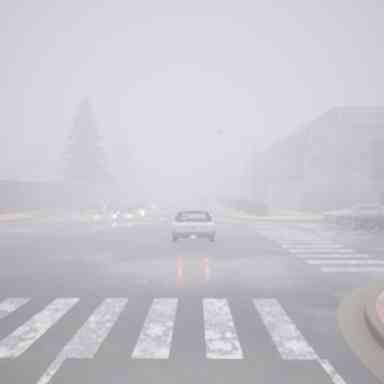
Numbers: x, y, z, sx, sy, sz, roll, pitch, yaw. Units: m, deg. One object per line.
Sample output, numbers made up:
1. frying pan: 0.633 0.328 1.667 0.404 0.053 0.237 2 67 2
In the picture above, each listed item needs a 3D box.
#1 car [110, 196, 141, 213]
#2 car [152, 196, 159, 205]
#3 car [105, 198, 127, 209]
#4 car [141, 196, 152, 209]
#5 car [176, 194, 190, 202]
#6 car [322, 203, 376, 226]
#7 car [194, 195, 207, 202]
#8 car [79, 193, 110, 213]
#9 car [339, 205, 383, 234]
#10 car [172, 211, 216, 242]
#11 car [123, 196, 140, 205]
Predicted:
1. car: -7.022 1.465 35.535 1.812 1.442 4.674 0 0 0
2. car: -6.823 1.392 57.116 2.128 1.511 4.902 0 0 1
3. car: -10.449 1.522 46.048 1.895 1.301 4.718 0 0 0
4. car: -6.961 1.524 44.633 1.895 1.301 4.718 0 0 0
5. car: -1.892 1.231 71.982 2.097 1.767 4.553 0 0 14
6. car: 11.111 1.488 22.036 4.674 1.442 1.812 0 0 2
7. car: 1.960 1.428 72.926 1.994 1.385 4.181 0 0 17
8. car: -10.510 1.159 36.326 2.150 2.045 5.566 0 0 1
9. car: 11.115 1.569 18.495 4.718 1.301 1.895 0 0 0
10. car: 0.069 1.573 16.211 1.895 1.301 4.718 0 0 0
11. car: -10.322 1.407 57.188 1.837 1.490 4.892 0 0 1
